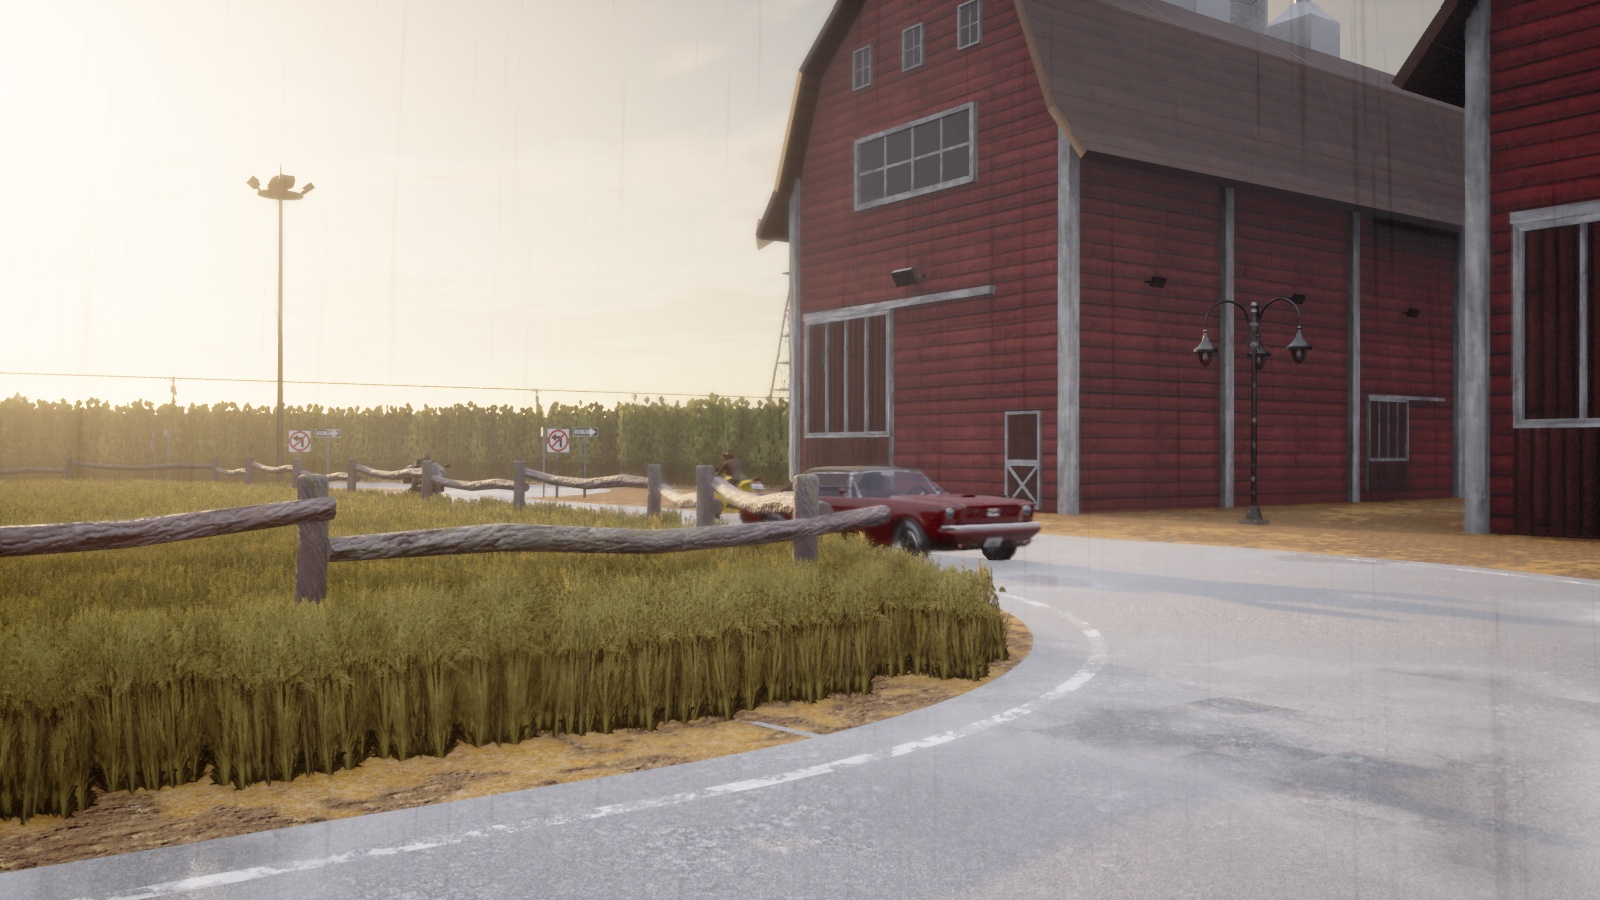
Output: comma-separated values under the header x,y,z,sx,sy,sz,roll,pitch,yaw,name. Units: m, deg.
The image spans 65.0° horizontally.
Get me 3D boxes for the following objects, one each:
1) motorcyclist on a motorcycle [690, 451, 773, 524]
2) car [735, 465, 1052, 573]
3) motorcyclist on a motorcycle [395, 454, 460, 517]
x,y,z,sx,sy,sz,roll,pitch,yaw,name
-1.508,0.797,27.303,0.797,1.523,2.044,0,0,-38,motorcyclist on a motorcycle
1.186,0.887,18.097,1.895,1.301,4.718,0,0,-38,car
-9.527,0.878,32.041,0.866,1.530,2.191,0,0,-37,motorcyclist on a motorcycle
